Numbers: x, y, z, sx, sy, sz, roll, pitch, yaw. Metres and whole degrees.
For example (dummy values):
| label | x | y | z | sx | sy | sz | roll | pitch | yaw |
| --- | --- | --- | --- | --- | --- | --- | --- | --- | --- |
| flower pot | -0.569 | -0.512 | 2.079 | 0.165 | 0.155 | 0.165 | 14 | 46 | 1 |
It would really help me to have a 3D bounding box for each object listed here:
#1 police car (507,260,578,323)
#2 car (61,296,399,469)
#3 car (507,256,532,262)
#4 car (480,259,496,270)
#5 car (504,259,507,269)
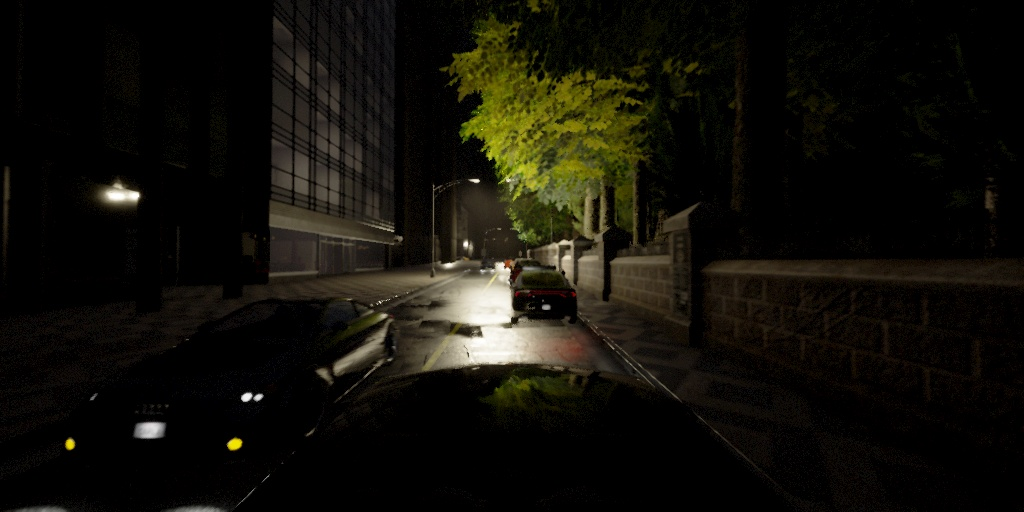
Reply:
| label | x | y | z | sx | sy | sz | roll | pitch | yaw |
| --- | --- | --- | --- | --- | --- | --- | --- | --- | --- |
| police car | 0.898 | 1.117 | 11.941 | 1.930 | 1.638 | 5.238 | 0 | 0 | 0 |
| car | -3.100 | 1.295 | 5.060 | 1.994 | 1.385 | 4.181 | 0 | 0 | 0 |
| car | 0.894 | 0.985 | 21.803 | 2.097 | 1.767 | 4.553 | 0 | 0 | 0 |
| car | -3.097 | 1.048 | 46.862 | 2.033 | 1.411 | 5.357 | 0 | 0 | 0 |
| car | 0.019 | 0.843 | 48.868 | 2.097 | 1.767 | 4.553 | 0 | 0 | 1 |
